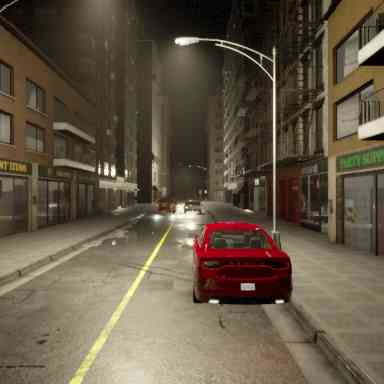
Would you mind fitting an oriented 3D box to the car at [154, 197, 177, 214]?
[{"bbox_3d":[-2.747,1.371,35.101,2.097,1.767,4.553,0,0,0],"label":"car"}]

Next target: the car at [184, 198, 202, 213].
[{"bbox_3d":[0.080,1.621,36.636,1.895,1.301,4.718,0,0,0],"label":"car"}]

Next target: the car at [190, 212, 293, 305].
[{"bbox_3d":[0.963,1.480,8.201,1.882,1.535,5.008,0,0,0],"label":"car"}]

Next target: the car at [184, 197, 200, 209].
[{"bbox_3d":[0.030,1.523,46.711,2.128,1.511,4.902,0,0,0],"label":"car"}]
